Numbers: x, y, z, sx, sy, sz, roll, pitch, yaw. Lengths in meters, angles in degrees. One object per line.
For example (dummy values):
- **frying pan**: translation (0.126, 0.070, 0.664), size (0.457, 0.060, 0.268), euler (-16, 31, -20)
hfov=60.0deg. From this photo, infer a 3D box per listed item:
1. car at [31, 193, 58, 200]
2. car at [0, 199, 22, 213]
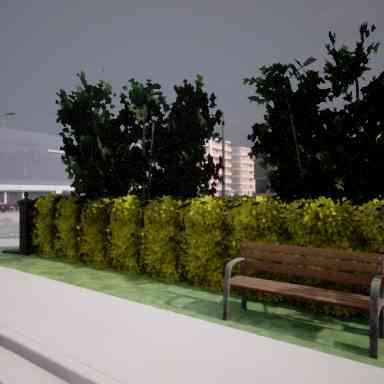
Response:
- **car**: translation (-15.236, 1.167, 36.874), size (2.150, 2.045, 5.566), euler (0, 0, 36)
- **car**: translation (-19.062, 1.502, 37.544), size (2.033, 1.411, 5.357), euler (0, 0, 35)
